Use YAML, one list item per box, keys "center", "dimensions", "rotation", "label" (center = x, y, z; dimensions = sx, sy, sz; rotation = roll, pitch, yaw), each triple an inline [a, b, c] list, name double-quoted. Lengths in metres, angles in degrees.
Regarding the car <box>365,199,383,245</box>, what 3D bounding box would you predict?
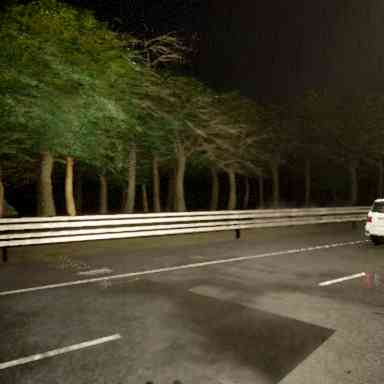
- center: [9.978, 1.314, 14.697]
  dimensions: [5.566, 2.045, 2.150]
  rotation: [0, 0, -33]
  label: "car"
